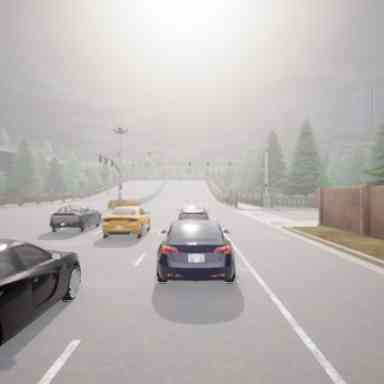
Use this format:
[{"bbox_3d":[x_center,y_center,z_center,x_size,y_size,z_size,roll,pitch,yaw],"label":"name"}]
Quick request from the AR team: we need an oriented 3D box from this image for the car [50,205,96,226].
[{"bbox_3d":[-6.905,1.536,20.207,2.128,1.511,4.902,0,0,0],"label":"car"}]

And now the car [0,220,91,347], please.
[{"bbox_3d":[-3.397,1.490,5.383,1.882,1.535,5.008,0,0,0],"label":"car"}]

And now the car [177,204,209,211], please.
[{"bbox_3d":[0.097,1.538,21.324,2.128,1.511,4.902,0,0,0],"label":"car"}]

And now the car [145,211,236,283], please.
[{"bbox_3d":[0.099,1.525,9.775,2.163,1.488,4.792,0,0,0],"label":"car"}]

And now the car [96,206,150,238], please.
[{"bbox_3d":[-3.402,1.517,17.978,1.882,1.535,5.008,0,0,0],"label":"car"}]
